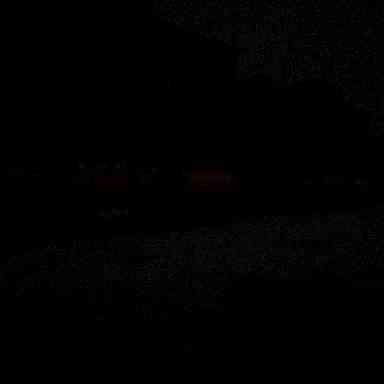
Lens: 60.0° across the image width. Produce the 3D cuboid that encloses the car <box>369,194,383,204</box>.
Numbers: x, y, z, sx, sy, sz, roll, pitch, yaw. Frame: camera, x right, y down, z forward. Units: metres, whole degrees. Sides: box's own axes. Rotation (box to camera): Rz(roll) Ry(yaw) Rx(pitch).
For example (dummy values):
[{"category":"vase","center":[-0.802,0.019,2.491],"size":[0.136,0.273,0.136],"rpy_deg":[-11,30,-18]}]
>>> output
[{"category":"car","center":[28.875,1.086,51.762],"size":[1.967,1.590,4.097],"rpy_deg":[-1,0,-36]}]
